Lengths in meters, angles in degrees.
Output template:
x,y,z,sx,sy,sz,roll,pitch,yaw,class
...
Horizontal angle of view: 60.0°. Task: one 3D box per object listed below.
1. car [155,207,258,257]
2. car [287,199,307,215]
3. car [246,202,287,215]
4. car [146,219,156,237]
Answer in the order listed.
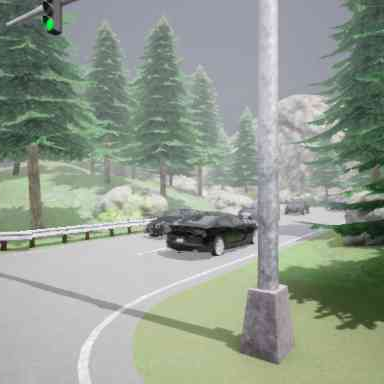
x,y,z,sx,sy,sz,roll,pitch,yaw,class
1.011,1.540,13.280,1.882,1.535,5.008,0,-1,35,car
10.843,1.517,34.090,1.837,1.490,4.892,0,0,28,car
5.206,1.504,25.568,2.128,1.511,4.902,0,0,35,car
-0.490,1.576,17.415,1.994,1.385,4.181,0,0,35,car
